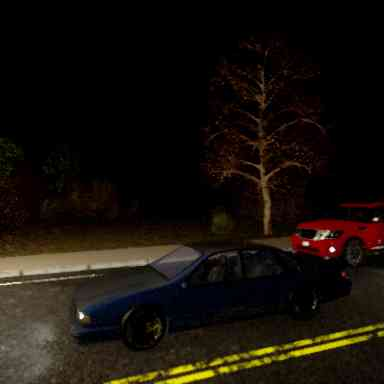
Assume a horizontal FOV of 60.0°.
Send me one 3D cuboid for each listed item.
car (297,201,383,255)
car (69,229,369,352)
[{"bbox_3d":[6.388,1.370,12.143,5.566,2.045,2.150,0,-2,-21],"label":"car"},{"bbox_3d":[0.497,1.690,6.399,5.357,1.411,2.033,-1,-1,-21],"label":"car"}]
